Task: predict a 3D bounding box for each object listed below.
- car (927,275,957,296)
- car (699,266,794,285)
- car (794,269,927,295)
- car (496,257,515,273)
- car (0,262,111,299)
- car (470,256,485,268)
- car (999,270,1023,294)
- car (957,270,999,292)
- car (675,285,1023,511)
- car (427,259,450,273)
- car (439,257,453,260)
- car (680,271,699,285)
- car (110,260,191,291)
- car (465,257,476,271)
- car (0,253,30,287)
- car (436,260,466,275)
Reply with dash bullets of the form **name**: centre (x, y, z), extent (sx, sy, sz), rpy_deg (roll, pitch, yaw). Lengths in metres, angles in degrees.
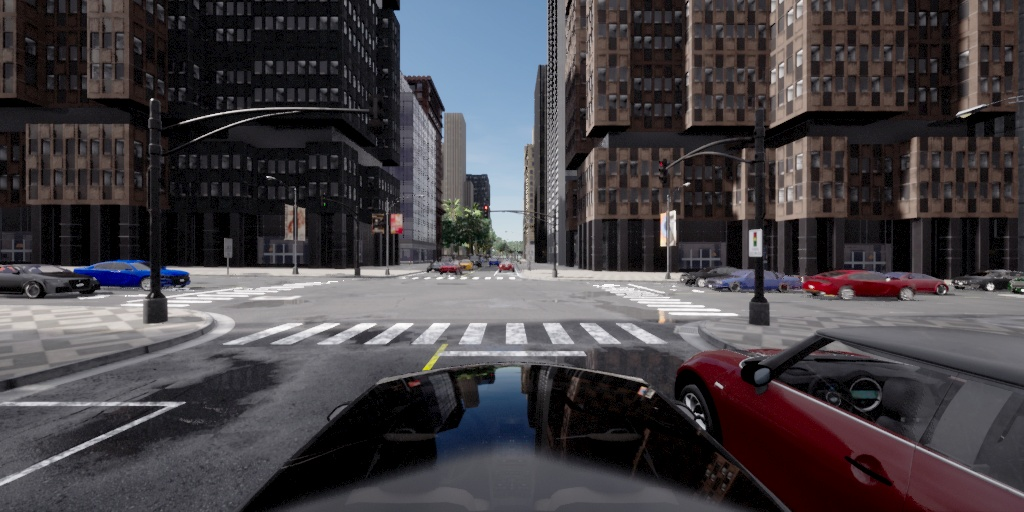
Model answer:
- **car**: centre (24.522, 1.689, 22.559), extent (4.181, 1.385, 1.994), rpy_deg (1, 0, 0)
- **car**: centre (15.110, 1.537, 22.511), extent (5.357, 1.411, 2.033), rpy_deg (1, 0, 0)
- **car**: centre (18.388, 1.518, 19.076), extent (5.008, 1.535, 1.882), rpy_deg (1, 0, 0)
- **car**: centre (-0.628, 1.194, 43.792), extent (1.967, 1.591, 4.097), rpy_deg (0, 0, 0)
- **car**: centre (-20.774, 1.052, 15.583), extent (4.181, 1.385, 1.994), rpy_deg (1, 0, 0)
- **car**: centre (-6.576, 1.018, 62.422), extent (2.150, 2.045, 5.566), rpy_deg (0, 0, 2)
- **car**: centre (34.598, 1.624, 22.603), extent (4.553, 1.767, 2.097), rpy_deg (1, 0, 1)
- **car**: centre (34.790, 1.775, 25.875), extent (4.892, 1.490, 1.837), rpy_deg (1, 0, 0)
- **car**: centre (2.763, 1.190, 2.403), extent (1.967, 1.591, 4.097), rpy_deg (0, 0, 0)
- **car**: centre (-9.153, 1.320, 43.735), extent (1.948, 1.339, 4.313), rpy_deg (0, 0, 0)
- **car**: centre (-9.191, 1.080, 49.161), extent (2.192, 1.841, 5.009), rpy_deg (0, 0, 0)
- **car**: centre (14.719, 1.457, 25.758), extent (5.008, 1.535, 1.882), rpy_deg (1, 0, -1)
- **car**: centre (-19.838, 0.975, 18.837), extent (5.008, 1.535, 1.882), rpy_deg (1, 0, 0)
- **car**: centre (-6.525, 1.244, 49.361), extent (1.882, 1.535, 5.008), rpy_deg (0, 0, 0)
- **car**: centre (-28.950, 0.721, 18.780), extent (4.553, 1.767, 2.097), rpy_deg (1, 0, 0)
- **car**: centre (-6.482, 1.344, 38.563), extent (1.895, 1.301, 4.718), rpy_deg (0, 0, 1)
